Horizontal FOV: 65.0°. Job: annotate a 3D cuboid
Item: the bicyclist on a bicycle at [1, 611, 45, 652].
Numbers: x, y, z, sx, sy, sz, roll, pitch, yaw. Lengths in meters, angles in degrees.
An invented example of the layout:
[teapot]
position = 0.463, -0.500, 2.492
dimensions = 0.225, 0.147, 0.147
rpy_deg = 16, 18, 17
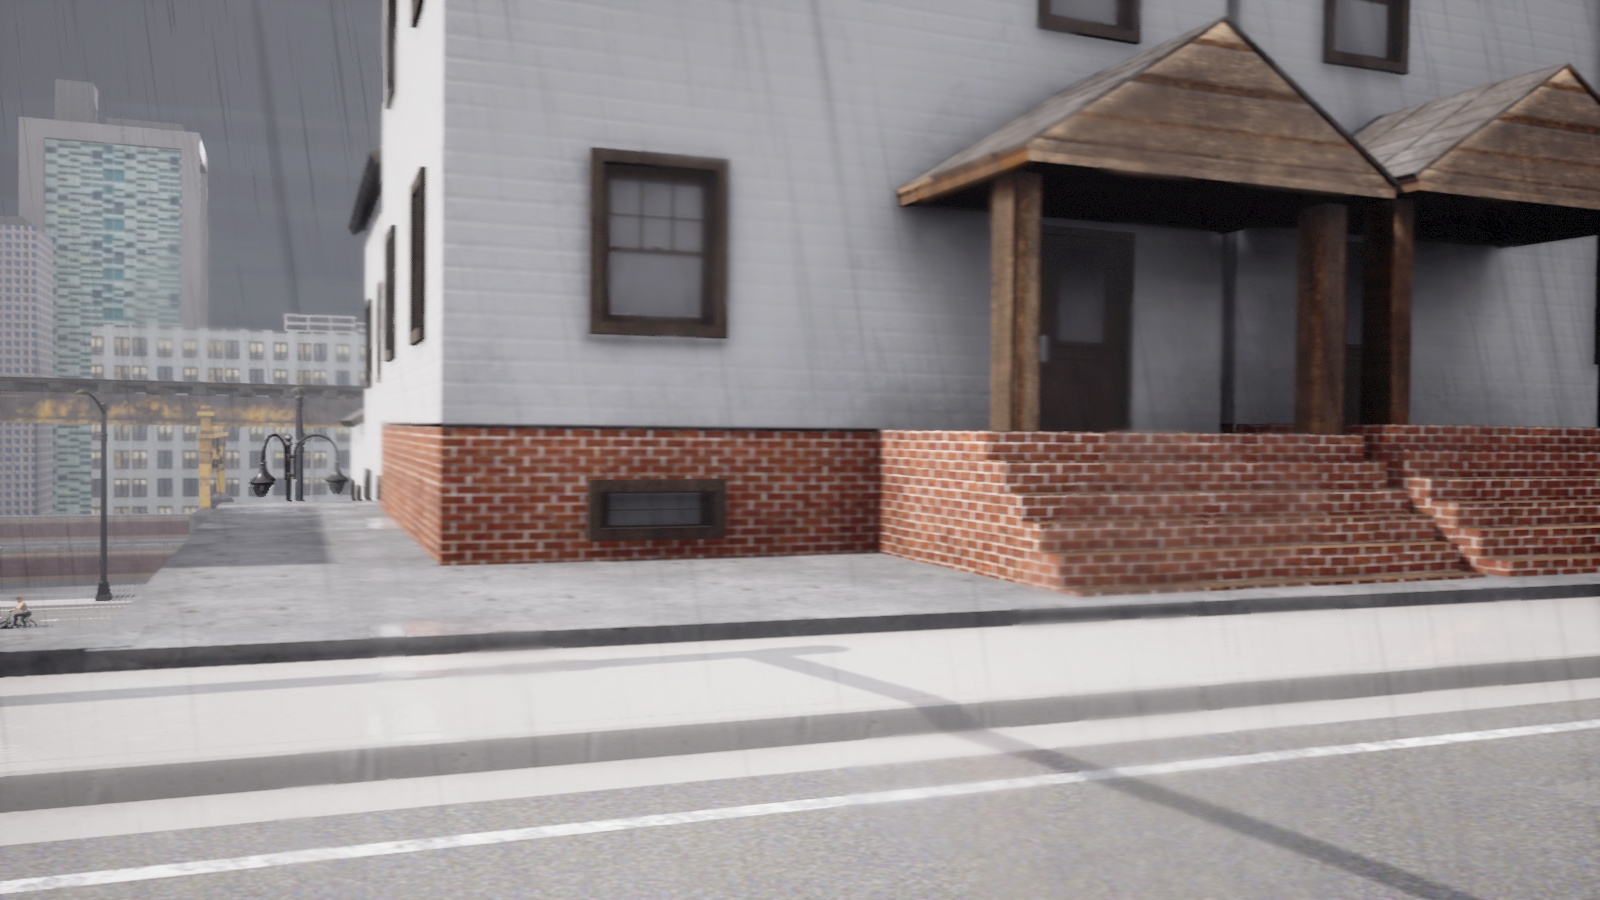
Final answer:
[bicyclist on a bicycle]
position = -35.043, 8.188, 56.674
dimensions = 1.509, 1.612, 0.866
rpy_deg = -2, 1, -21
